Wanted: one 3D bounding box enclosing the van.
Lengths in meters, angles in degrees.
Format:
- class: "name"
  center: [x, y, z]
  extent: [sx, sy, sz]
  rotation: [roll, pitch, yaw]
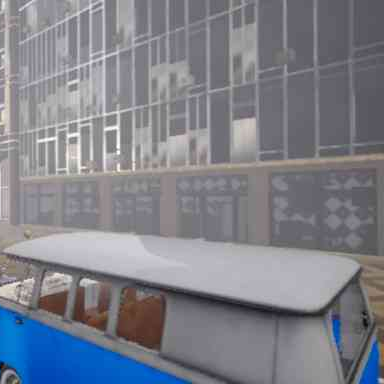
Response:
- class: "van"
  center: [-0.418, 1.364, 3.172]
  extent: [3.998, 1.788, 1.690]
  rotation: [-1, 0, 35]
